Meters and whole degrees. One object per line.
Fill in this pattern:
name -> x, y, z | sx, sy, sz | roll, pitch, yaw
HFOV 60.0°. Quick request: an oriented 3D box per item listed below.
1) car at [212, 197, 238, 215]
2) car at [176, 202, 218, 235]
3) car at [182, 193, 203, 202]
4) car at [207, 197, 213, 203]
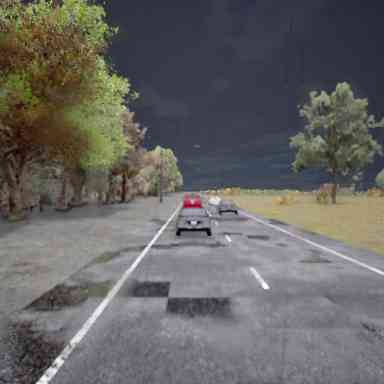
car -> 3.485, 1.494, 33.438 | 2.033, 1.411, 5.357 | 0, 0, 0
car -> 0.087, 1.521, 18.595 | 2.033, 1.411, 5.357 | 0, 0, 0
car -> 0.068, 1.163, 37.771 | 2.150, 2.045, 5.566 | 0, 0, 0
car -> 3.535, 1.437, 52.202 | 1.812, 1.442, 4.674 | 0, 0, 0
